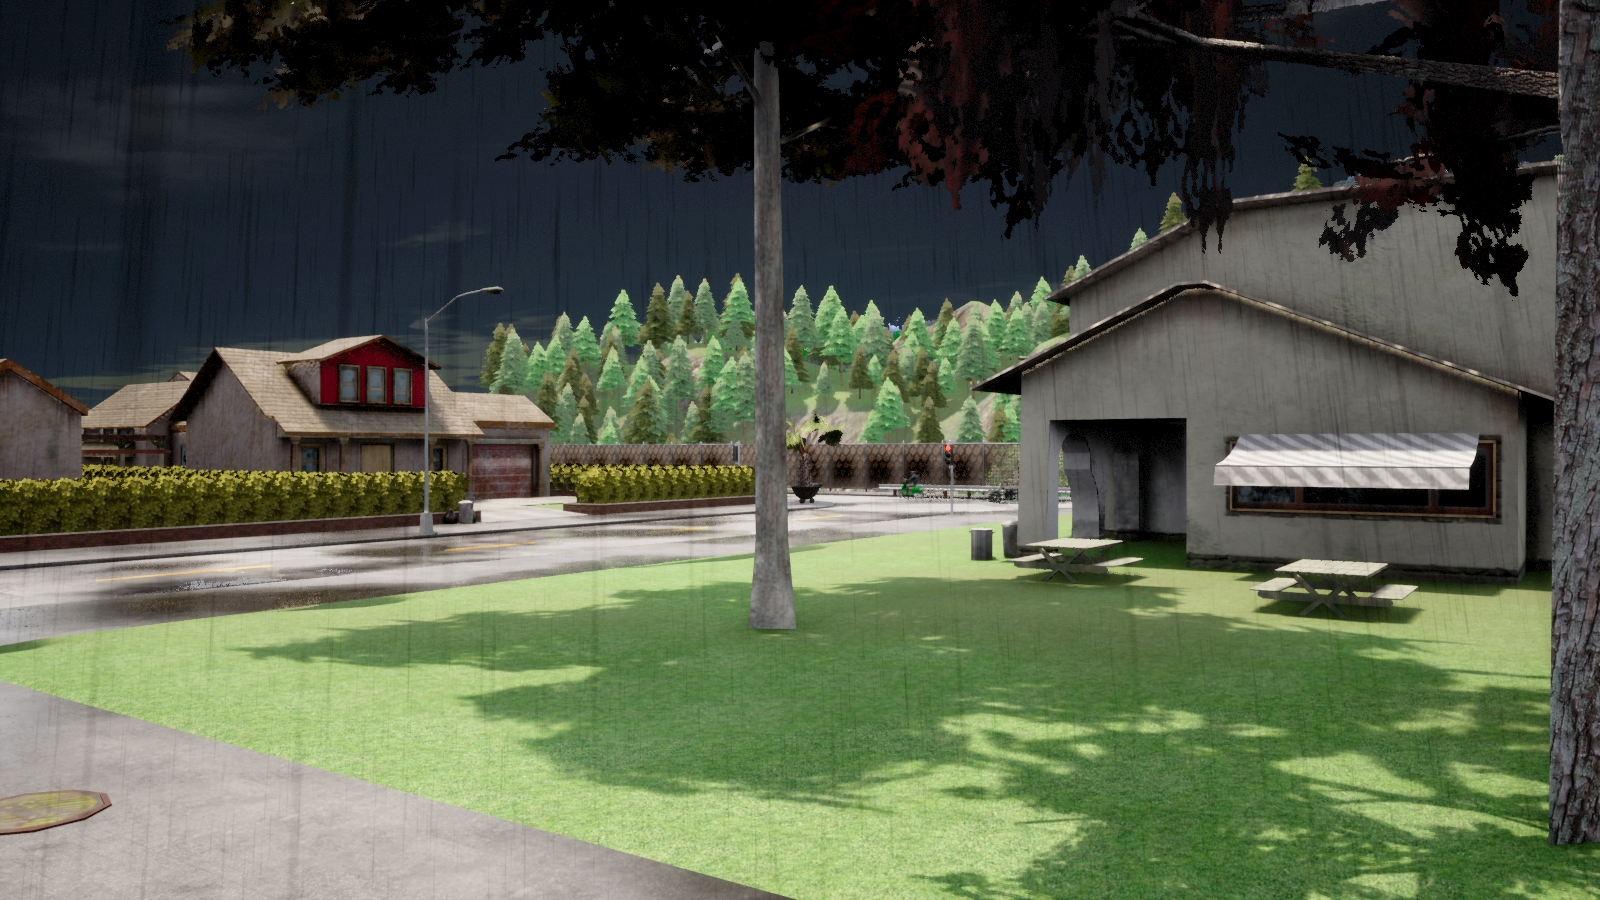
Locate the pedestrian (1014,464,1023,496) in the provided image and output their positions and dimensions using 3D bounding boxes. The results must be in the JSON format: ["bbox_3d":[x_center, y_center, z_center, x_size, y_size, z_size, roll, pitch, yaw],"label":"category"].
[{"bbox_3d":[12.753,1.745,66.756,0.375,1.860,0.375,0,0,37],"label":"pedestrian"}]

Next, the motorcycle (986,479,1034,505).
[{"bbox_3d":[10.852,2.154,59.012,2.356,1.307,0.764,0,2,2],"label":"motorcycle"}]

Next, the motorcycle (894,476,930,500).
[{"bbox_3d":[6.384,2.142,65.178,1.805,1.316,0.856,0,0,35],"label":"motorcycle"}]
